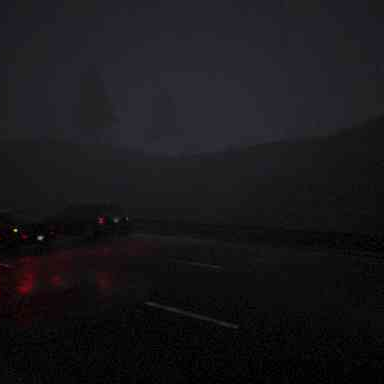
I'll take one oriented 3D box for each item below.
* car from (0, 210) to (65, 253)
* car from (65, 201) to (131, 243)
[{"bbox_3d":[-7.418,1.447,13.267,4.674,1.442,1.812,0,0,33],"label":"car"},{"bbox_3d":[-5.152,1.275,15.948,4.553,1.767,2.097,0,0,33],"label":"car"}]
